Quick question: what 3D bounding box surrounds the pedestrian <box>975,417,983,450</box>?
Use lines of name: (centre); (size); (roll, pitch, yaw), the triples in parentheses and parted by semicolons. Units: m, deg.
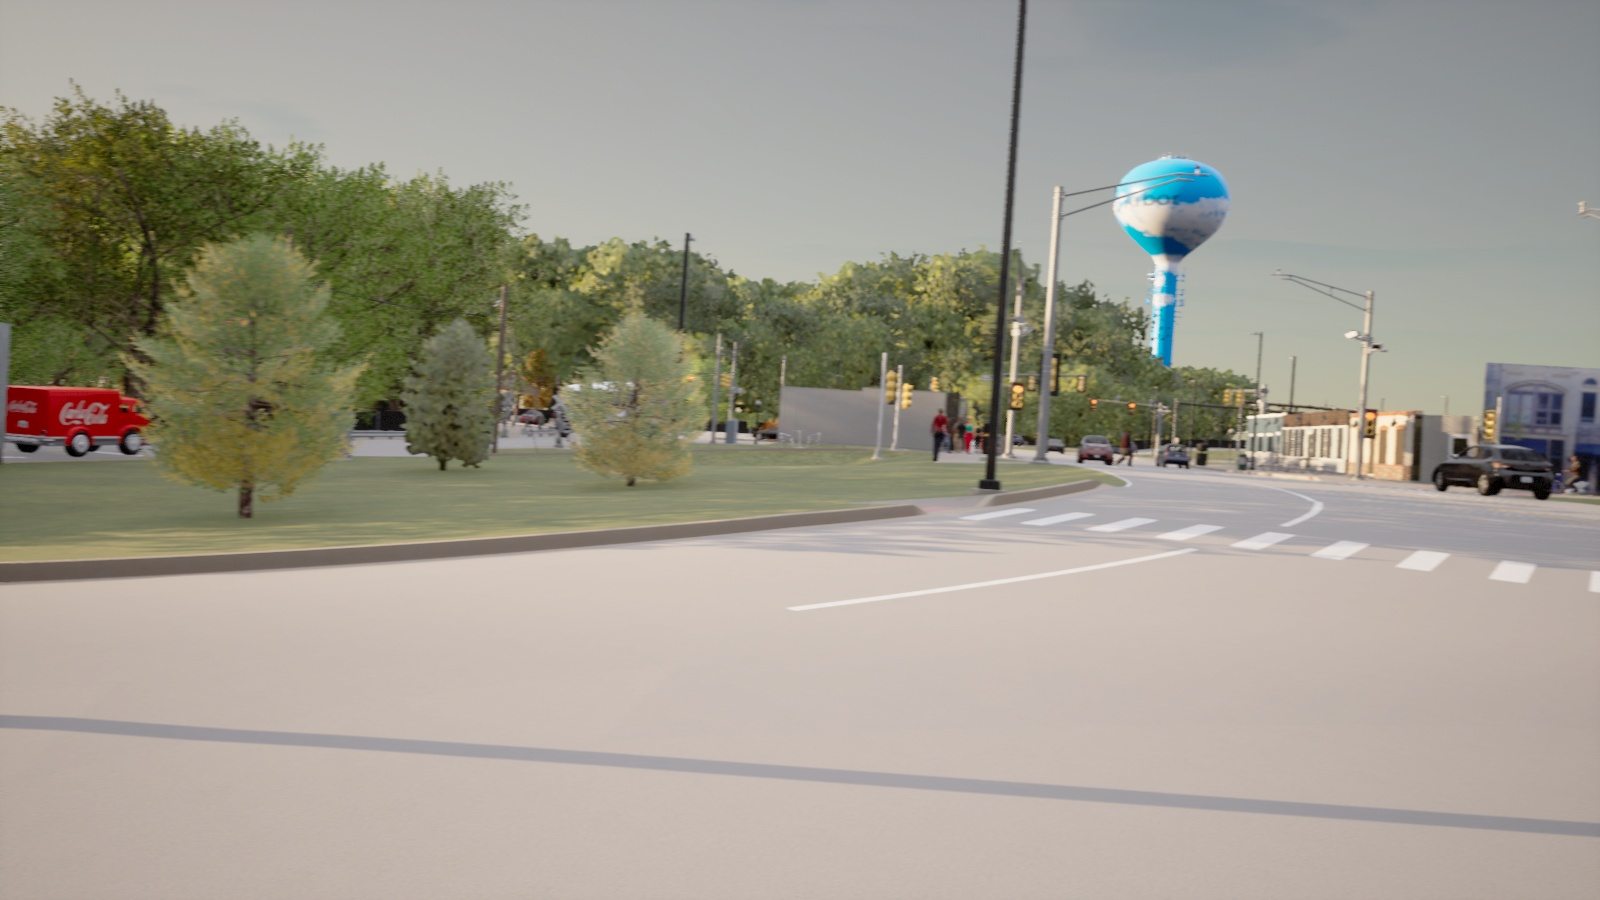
pedestrian: (10.193, -0.925, 71.378); (0.345, 1.836, 0.594); (3, 0, 5)

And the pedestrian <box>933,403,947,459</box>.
pedestrian: (4.669, -0.639, 41.850); (0.331, 1.846, 0.636); (3, 0, 8)

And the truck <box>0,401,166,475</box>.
truck: (-26.633, -0.504, 46.690); (2.627, 2.467, 5.204); (3, 2, 14)

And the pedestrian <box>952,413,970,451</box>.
pedestrian: (8.017, -0.896, 62.435); (0.563, 1.883, 0.849); (3, 0, -11)

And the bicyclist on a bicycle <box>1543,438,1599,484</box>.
bicyclist on a bicycle: (31.676, 0.451, 51.563); (1.843, 1.776, 0.659); (3, 0, 8)

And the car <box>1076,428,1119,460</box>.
car: (15.116, -0.290, 63.855); (1.845, 1.501, 3.633); (3, 1, 10)

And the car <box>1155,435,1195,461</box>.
car: (24.900, -0.169, 83.440); (1.851, 1.617, 3.988); (3, 1, 8)

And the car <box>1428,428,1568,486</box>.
car: (19.852, 0.157, 35.954); (1.816, 1.474, 4.193); (3, 1, 4)

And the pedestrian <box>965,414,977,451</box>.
pedestrian: (8.546, -0.877, 62.743); (0.345, 1.836, 0.594); (3, 0, -6)

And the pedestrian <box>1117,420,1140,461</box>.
pedestrian: (15.284, -0.452, 58.438); (0.899, 1.844, 0.634); (3, 0, 11)
